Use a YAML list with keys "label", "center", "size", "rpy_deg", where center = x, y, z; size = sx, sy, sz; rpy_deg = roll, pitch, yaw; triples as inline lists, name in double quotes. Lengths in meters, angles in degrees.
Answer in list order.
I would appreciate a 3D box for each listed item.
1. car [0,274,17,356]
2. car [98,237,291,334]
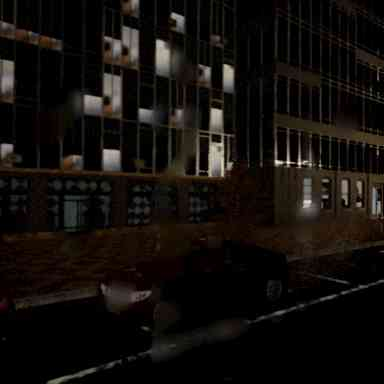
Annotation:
- label: "car"
  center: [-4.370, 1.533, 3.440]
  size: [4.507, 1.381, 1.887]
  rpy_deg: [0, 0, -35]
- label: "car"
  center: [0.266, 1.610, 6.744]
  size: [4.206, 1.307, 1.802]
  rpy_deg: [0, 0, -35]
